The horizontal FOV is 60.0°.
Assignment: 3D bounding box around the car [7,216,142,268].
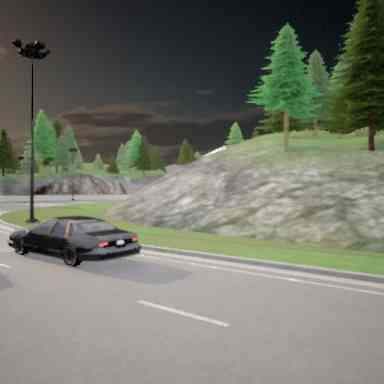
[{"bbox_3d":[-4.124,1.522,11.254,5.357,1.411,2.033,0,0,36],"label":"car"}]
